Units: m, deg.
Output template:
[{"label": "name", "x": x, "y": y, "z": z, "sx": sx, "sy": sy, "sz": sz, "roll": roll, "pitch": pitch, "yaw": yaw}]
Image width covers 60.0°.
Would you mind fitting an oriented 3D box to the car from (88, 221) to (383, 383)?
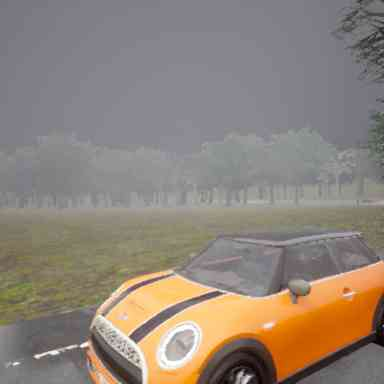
[{"label": "car", "x": 0.955, "y": 1.348, "z": 4.673, "sx": 4.553, "sy": 1.767, "sz": 2.097, "roll": 0, "pitch": 0, "yaw": -35}]
